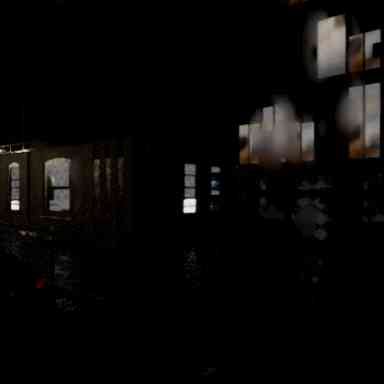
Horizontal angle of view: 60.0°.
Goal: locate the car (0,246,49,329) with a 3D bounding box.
[{"bbox_3d":[-4.193,1.524,5.867,4.206,1.307,1.802,1,0,35],"label":"car"}]
